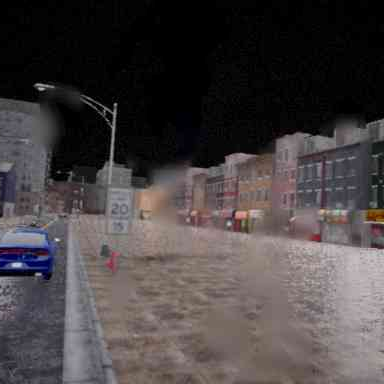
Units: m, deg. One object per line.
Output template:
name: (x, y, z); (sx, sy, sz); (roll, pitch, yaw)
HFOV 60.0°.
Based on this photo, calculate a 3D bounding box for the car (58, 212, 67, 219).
car: (-33.346, 5.978, 86.036); (2.097, 1.767, 4.553); (5, -5, -20)

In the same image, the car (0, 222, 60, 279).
car: (-5.891, 2.070, 11.893); (1.882, 1.535, 5.008); (5, -5, -20)

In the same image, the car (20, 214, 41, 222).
car: (-18.775, 3.408, 38.772); (1.837, 1.490, 4.892); (5, -5, -20)
